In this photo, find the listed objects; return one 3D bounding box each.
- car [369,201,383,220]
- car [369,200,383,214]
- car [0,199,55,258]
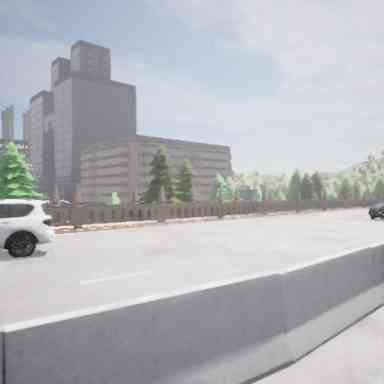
[{"bbox_3d":[16.834,1.717,28.360,4.718,1.301,1.895,0,0,-42],"label":"car"},{"bbox_3d":[22.489,1.705,38.250,5.357,1.411,2.033,0,0,-42],"label":"car"},{"bbox_3d":[-7.729,1.285,11.460,5.566,2.045,2.150,0,0,-36],"label":"car"}]
